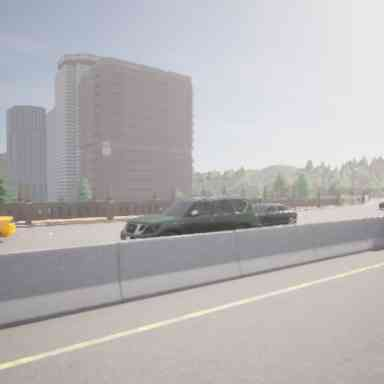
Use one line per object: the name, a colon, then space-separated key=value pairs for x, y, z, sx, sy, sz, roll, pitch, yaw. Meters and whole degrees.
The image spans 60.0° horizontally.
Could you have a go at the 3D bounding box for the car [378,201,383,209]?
car: x=24.013 y=1.441 z=40.055 sx=1.895 sy=1.301 sz=4.718 roll=0 pitch=0 yaw=44

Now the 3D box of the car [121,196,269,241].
car: x=0.126 y=1.194 z=12.680 sx=5.566 sy=2.045 sz=2.150 roll=0 pitch=0 yaw=-35

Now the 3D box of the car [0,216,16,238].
car: x=-10.208 y=1.478 z=13.908 sx=5.008 sy=1.535 sz=1.882 roll=0 pitch=0 yaw=-35

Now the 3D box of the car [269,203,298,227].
car: x=4.359 y=1.448 z=20.007 sx=4.892 sy=1.490 sz=1.837 roll=0 pitch=0 yaw=-36
